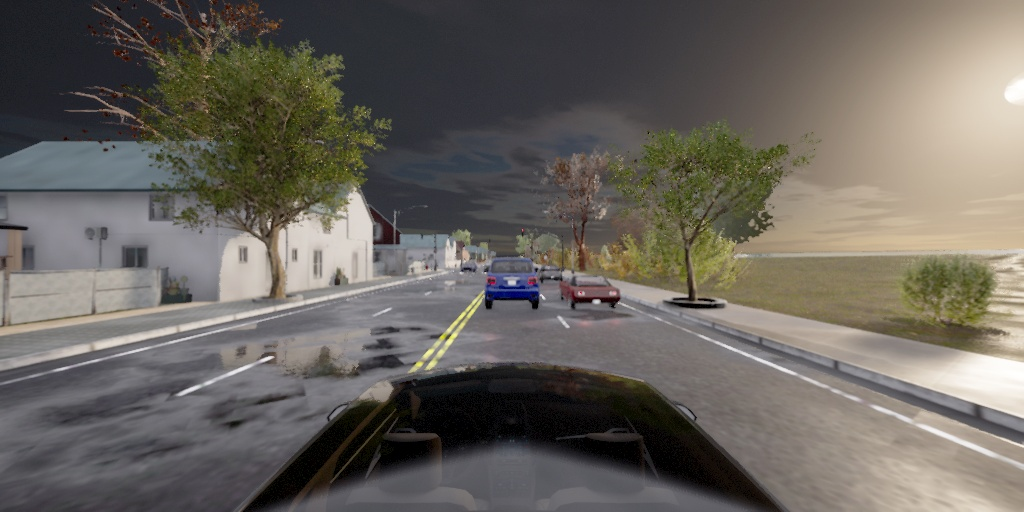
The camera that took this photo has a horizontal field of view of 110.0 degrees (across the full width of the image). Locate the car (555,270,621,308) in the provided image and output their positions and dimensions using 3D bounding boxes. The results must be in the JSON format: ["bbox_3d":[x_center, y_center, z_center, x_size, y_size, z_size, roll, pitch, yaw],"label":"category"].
[{"bbox_3d":[3.250,1.483,15.957,1.895,1.301,4.718,0,0,0],"label":"car"}]

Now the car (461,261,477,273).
[{"bbox_3d":[-6.508,1.570,54.506,2.097,1.767,4.553,0,0,0],"label":"car"}]

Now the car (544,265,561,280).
[{"bbox_3d":[3.250,1.513,31.141,2.128,1.511,4.902,0,0,0],"label":"car"}]

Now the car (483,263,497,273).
[{"bbox_3d":[-3.261,1.745,54.209,1.812,1.442,4.674,0,-1,0],"label":"car"}]

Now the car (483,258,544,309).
[{"bbox_3d":[0.000,1.098,15.876,2.150,2.045,5.566,0,0,0],"label":"car"}]
